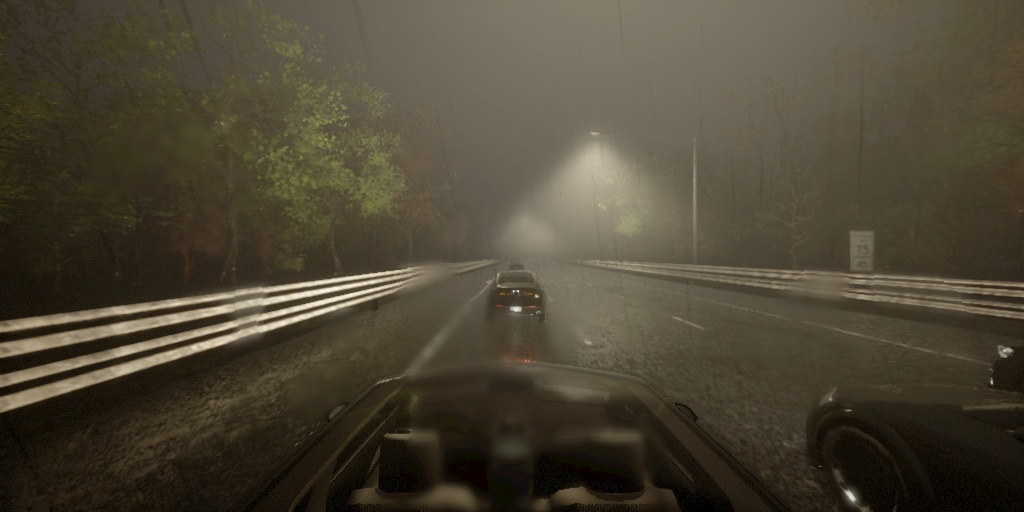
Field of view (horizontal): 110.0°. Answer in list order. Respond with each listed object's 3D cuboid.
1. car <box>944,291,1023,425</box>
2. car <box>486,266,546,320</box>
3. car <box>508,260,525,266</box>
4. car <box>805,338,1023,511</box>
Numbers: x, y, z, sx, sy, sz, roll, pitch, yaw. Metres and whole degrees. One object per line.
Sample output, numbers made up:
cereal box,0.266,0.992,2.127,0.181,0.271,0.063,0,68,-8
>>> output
car,7.106,1.243,2.566,2.128,1.511,4.902,0,0,0
car,0.138,1.254,12.557,1.837,1.490,4.892,0,0,0
car,0.548,1.236,44.280,2.128,1.511,4.902,0,0,1
car,3.606,1.315,1.445,1.994,1.385,4.181,0,0,0
